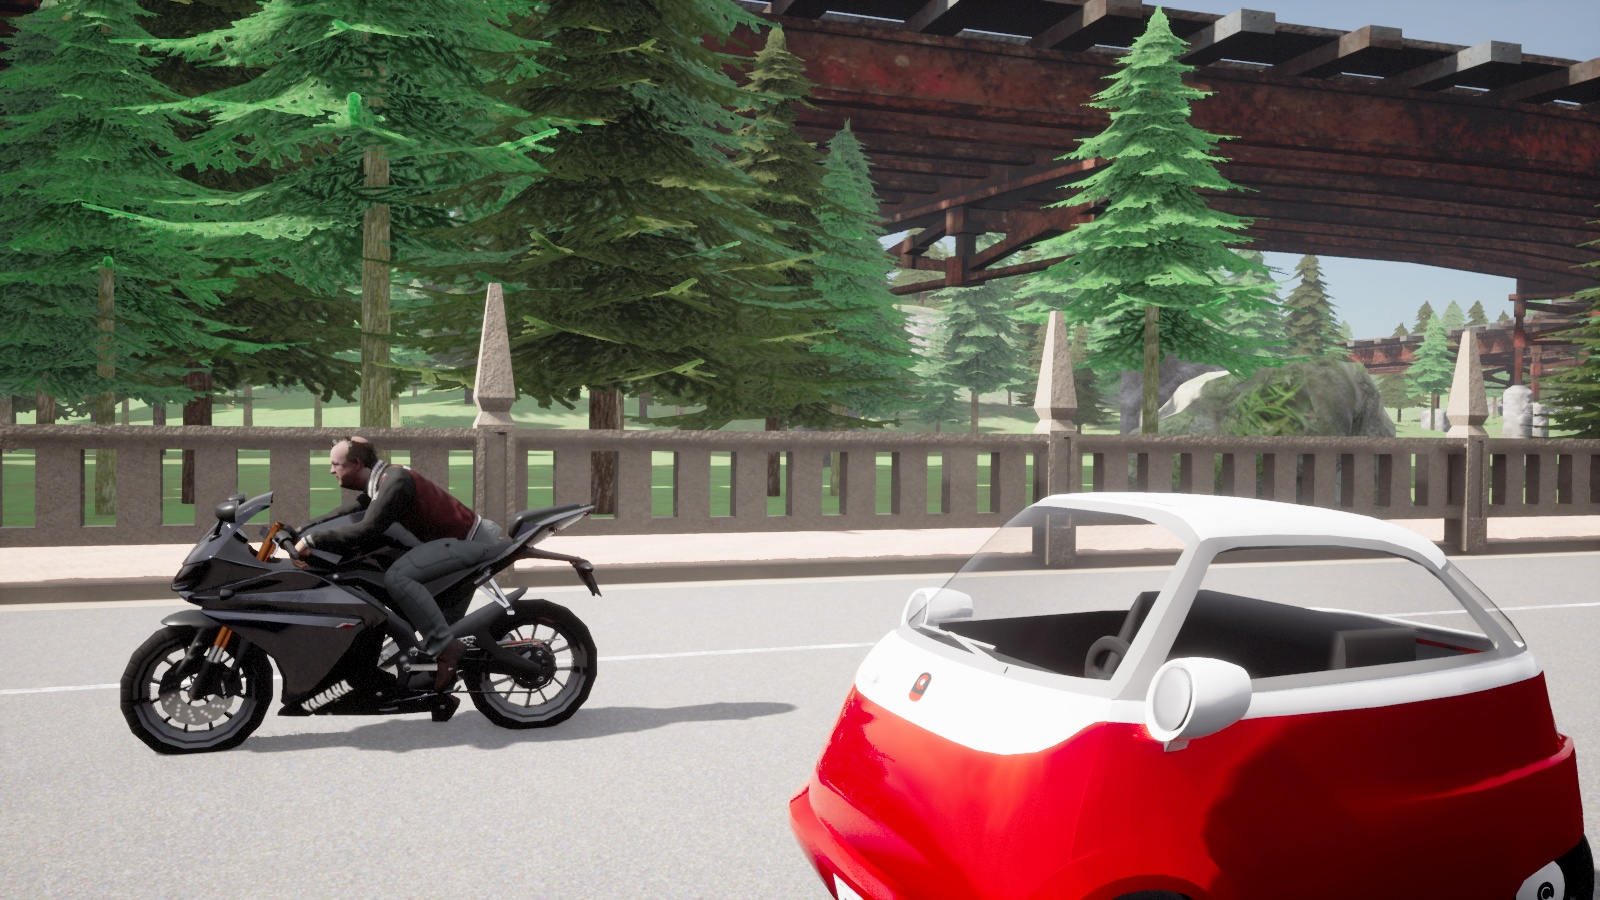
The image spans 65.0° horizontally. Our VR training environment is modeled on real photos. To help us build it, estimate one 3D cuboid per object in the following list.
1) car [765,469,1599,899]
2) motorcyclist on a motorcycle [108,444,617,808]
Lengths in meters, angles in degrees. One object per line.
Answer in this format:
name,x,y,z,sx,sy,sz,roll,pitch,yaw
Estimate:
car,1.187,0.780,3.690,2.207,1.376,1.481,-1,1,-21
motorcyclist on a motorcycle,-2.089,0.755,6.190,2.191,1.530,0.866,-1,1,-21
